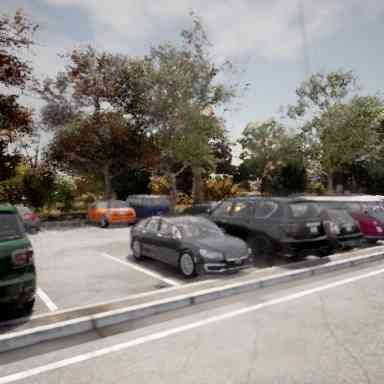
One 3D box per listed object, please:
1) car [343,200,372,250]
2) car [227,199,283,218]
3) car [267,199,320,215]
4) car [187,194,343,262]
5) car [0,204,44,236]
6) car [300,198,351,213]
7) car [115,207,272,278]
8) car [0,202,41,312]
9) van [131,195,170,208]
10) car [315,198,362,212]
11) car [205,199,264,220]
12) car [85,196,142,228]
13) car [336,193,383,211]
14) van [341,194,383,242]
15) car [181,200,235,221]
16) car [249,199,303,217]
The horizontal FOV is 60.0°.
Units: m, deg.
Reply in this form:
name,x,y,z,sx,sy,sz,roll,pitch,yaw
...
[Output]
name,x,y,z,sx,sy,sz,roll,pitch,yaw
car,4.324,1.316,13.492,2.185,1.767,4.553,0,0,-36
car,5.715,1.435,30.607,2.097,1.535,5.008,0,0,-36
car,10.222,1.461,33.879,2.163,1.488,4.792,0,0,-36
car,2.011,1.196,11.912,2.435,2.045,5.566,0,0,-36
car,-10.143,1.505,19.272,2.002,1.452,4.674,0,0,-36
car,14.770,1.433,37.096,2.097,1.535,5.008,0,0,-36
car,-0.258,1.454,10.263,2.231,1.521,4.892,0,0,-36
car,-4.833,1.226,7.024,2.435,2.045,5.566,0,0,-36
van,-3.417,1.217,24.218,1.878,1.987,4.442,0,0,-36
car,16.931,1.476,38.648,2.002,1.452,4.674,0,0,-36
car,3.554,1.434,28.838,1.946,1.575,5.366,0,0,-36
car,-5.593,1.322,22.481,2.185,1.767,4.553,0,0,-36
car,21.473,1.197,41.871,2.435,2.045,5.566,0,0,-36
van,6.654,1.214,15.055,1.878,1.987,4.442,0,0,-36
car,1.183,1.479,27.365,2.002,1.452,4.674,0,0,-36
car,7.992,1.463,32.209,2.163,1.488,4.792,0,0,-36
